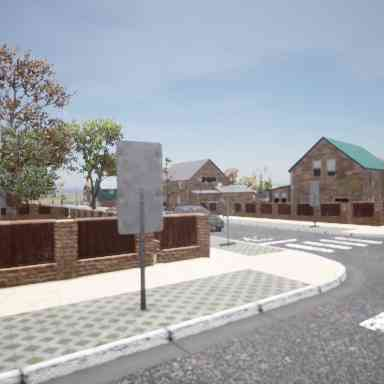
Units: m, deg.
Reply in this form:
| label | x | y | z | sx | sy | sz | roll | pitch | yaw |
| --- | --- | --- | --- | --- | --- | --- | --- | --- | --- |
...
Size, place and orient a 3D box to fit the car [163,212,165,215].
| label | x | y | z | sx | sy | sz | roll | pitch | yaw |
| --- | --- | --- | --- | --- | --- | --- | --- | --- | --- |
| car | -1.182 | 2.043 | 31.186 | 1.812 | 1.442 | 4.674 | -1 | -1 | -30 |

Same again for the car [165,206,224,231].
| label | x | y | z | sx | sy | sz | roll | pitch | yaw |
| --- | --- | --- | --- | --- | --- | --- | --- | --- | --- |
| car | 0.240 | 1.766 | 23.173 | 2.097 | 1.767 | 4.553 | -1 | -1 | -30 |

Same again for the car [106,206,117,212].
| label | x | y | z | sx | sy | sz | roll | pitch | yaw |
| --- | --- | --- | --- | --- | --- | --- | --- | --- | --- |
| car | -8.604 | 2.330 | 38.272 | 1.994 | 1.385 | 4.181 | -1 | 0 | -30 |
